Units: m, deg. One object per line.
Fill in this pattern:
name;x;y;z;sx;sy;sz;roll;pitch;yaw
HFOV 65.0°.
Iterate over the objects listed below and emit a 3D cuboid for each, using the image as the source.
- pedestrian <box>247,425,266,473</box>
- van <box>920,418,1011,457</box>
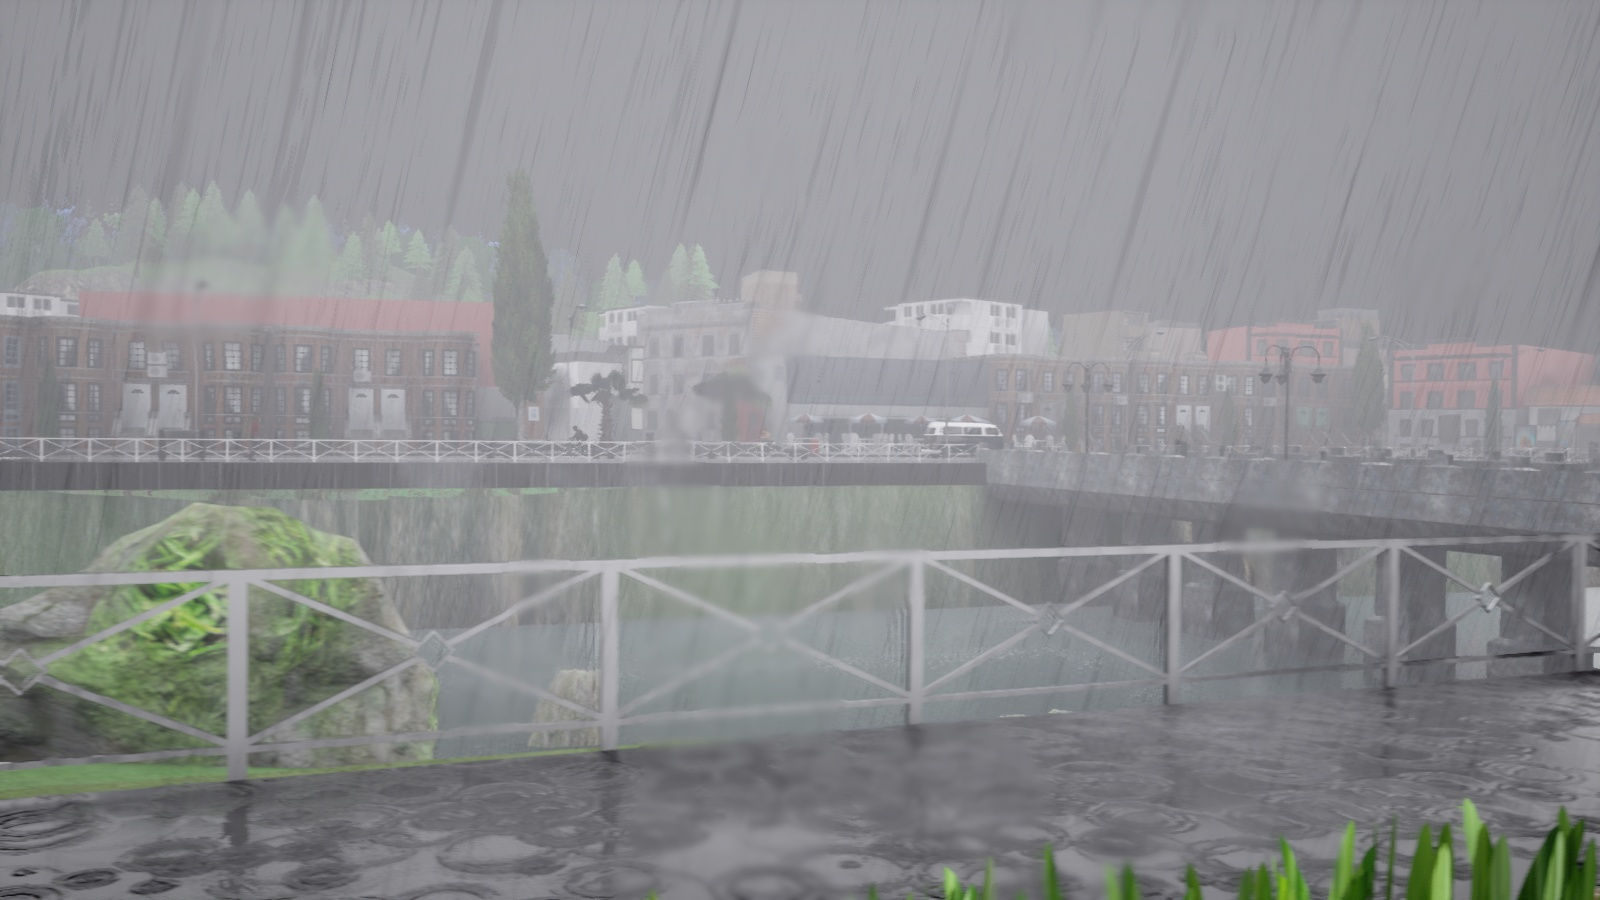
pedestrian;-21.121;-0.057;48.795;0.636;1.846;0.331;-1;1;-23
van;9.057;-0.698;68.900;4.480;2.038;2.069;-1;1;-21
